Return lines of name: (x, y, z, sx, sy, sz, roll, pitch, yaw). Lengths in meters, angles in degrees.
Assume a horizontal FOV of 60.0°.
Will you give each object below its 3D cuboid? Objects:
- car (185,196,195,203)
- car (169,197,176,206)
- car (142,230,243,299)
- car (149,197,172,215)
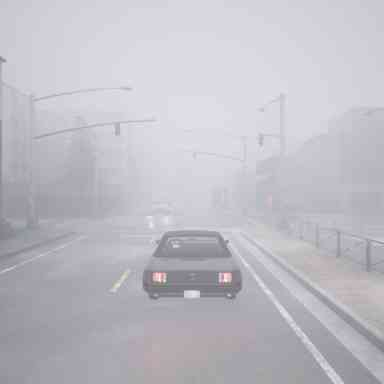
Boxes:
car: (-0.433, 1.491, 66.649, 2.128, 1.511, 4.902, 0, 0, 0)
car: (-3.922, 1.505, 50.487, 1.837, 1.490, 4.892, 0, 0, 0)
car: (0.012, 1.601, 8.367, 1.895, 1.301, 4.718, 0, 0, 0)
car: (-3.425, 1.549, 34.572, 1.812, 1.442, 4.674, 0, 1, -8)
